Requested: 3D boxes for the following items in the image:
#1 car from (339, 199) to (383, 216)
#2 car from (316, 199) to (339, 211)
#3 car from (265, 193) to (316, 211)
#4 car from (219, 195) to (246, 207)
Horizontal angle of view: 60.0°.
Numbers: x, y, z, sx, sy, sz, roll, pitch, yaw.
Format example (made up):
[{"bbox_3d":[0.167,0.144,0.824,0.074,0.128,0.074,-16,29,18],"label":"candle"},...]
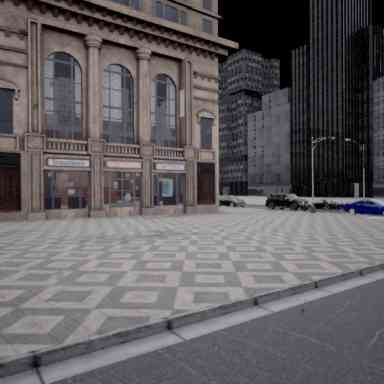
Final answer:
[{"bbox_3d":[16.680,1.426,30.701,1.882,1.535,5.008,-1,1,-35],"label":"car"},{"bbox_3d":[15.052,1.500,38.798,1.895,1.301,4.718,-1,1,-34],"label":"car"},{"bbox_3d":[11.110,1.142,38.938,2.150,2.045,5.566,-1,0,-34],"label":"car"},{"bbox_3d":[5.539,1.244,47.203,2.097,1.767,4.553,-1,0,-34],"label":"car"}]
